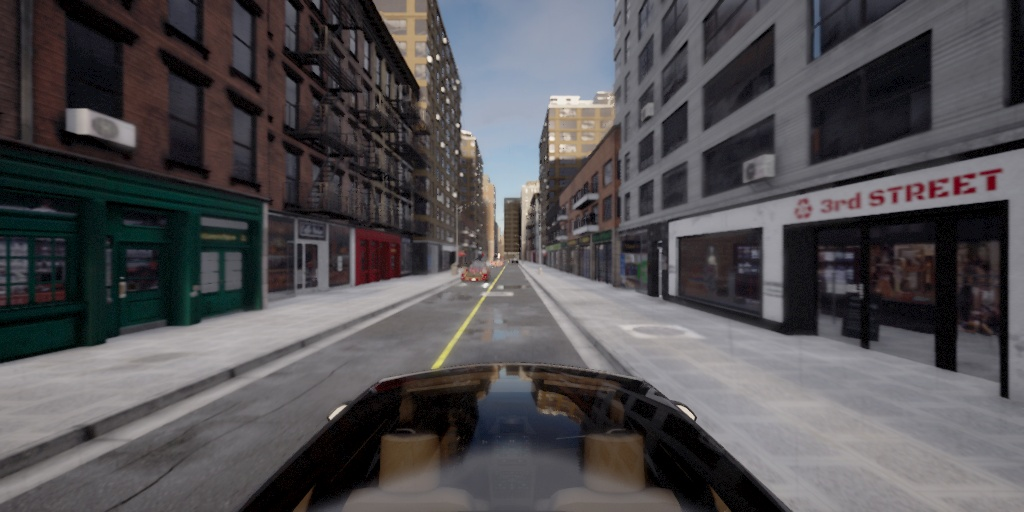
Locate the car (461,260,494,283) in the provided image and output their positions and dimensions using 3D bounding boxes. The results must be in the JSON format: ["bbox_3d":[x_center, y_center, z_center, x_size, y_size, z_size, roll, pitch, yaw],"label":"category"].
[{"bbox_3d":[-2.852,1.171,28.945,2.097,1.767,4.553,0,0,0],"label":"car"}]
